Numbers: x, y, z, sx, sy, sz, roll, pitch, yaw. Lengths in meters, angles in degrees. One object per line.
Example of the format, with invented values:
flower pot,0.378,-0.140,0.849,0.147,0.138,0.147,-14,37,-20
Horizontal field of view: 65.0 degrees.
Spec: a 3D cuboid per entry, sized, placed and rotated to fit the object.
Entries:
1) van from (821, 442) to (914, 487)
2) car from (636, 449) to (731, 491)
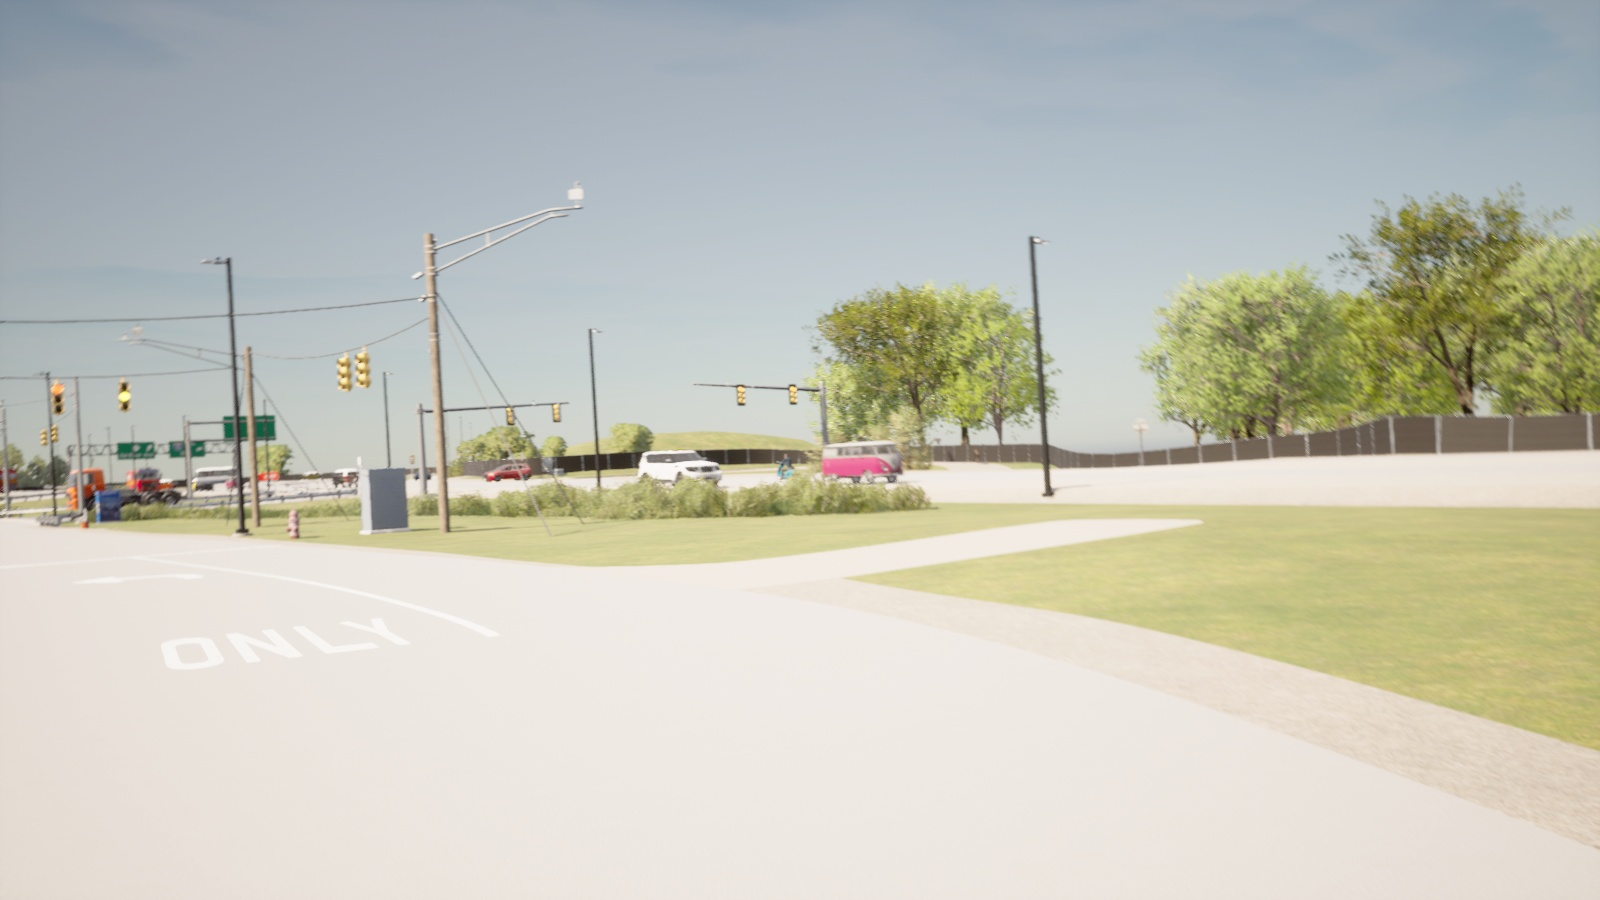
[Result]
van,3.136,0.704,59.121,1.775,1.987,4.442,-2,0,-38
car,-6.127,1.065,65.311,2.150,2.045,5.566,-2,0,-38
